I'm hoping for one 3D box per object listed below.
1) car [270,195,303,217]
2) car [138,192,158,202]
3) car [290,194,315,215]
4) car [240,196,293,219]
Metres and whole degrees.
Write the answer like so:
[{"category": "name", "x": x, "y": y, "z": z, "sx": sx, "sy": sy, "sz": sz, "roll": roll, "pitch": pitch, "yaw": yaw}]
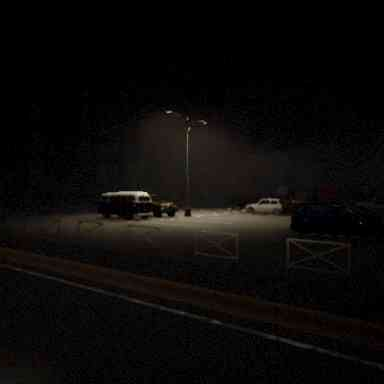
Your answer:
[{"category": "car", "x": 8.473, "y": 1.336, "z": 32.746, "sx": 3.905, "sy": 1.438, "sz": 1.784, "roll": 0, "pitch": 0, "yaw": 36}, {"category": "car", "x": -11.451, "y": 1.160, "z": 86.782, "sx": 1.851, "sy": 1.617, "sz": 3.988, "roll": 0, "pitch": 0, "yaw": 36}, {"category": "car", "x": 9.999, "y": 1.125, "z": 34.954, "sx": 4.605, "sy": 1.855, "sz": 1.932, "roll": 0, "pitch": 0, "yaw": 36}, {"category": "car", "x": 6.782, "y": 1.368, "z": 30.396, "sx": 3.806, "sy": 1.475, "sz": 1.970, "roll": 0, "pitch": 0, "yaw": 36}]
